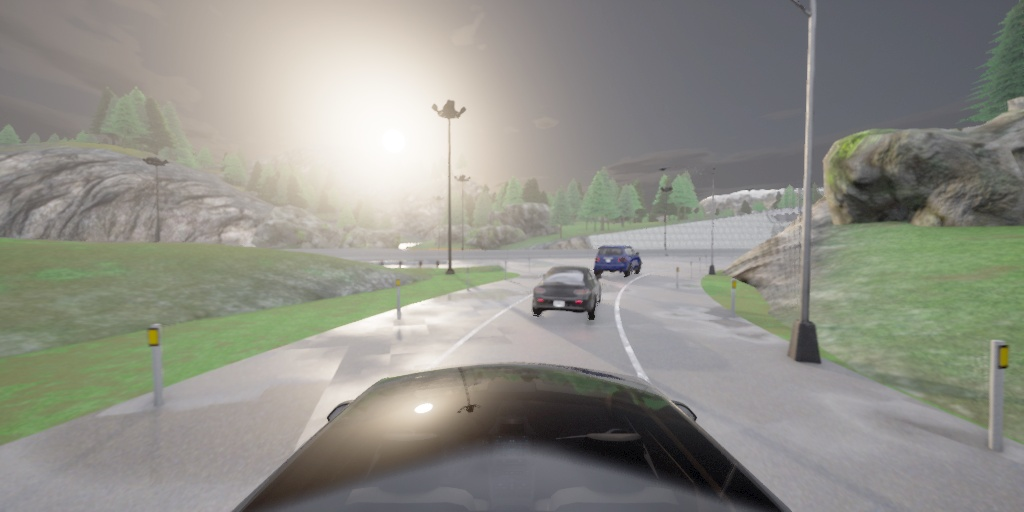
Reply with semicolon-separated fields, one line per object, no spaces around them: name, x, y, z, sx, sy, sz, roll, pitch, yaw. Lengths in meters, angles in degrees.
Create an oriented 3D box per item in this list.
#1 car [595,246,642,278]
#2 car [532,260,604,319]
car;7.347;0.291;24.625;2.150;2.045;5.566;1;3;30
car;1.902;1.036;11.756;1.812;1.442;4.674;1;2;16
